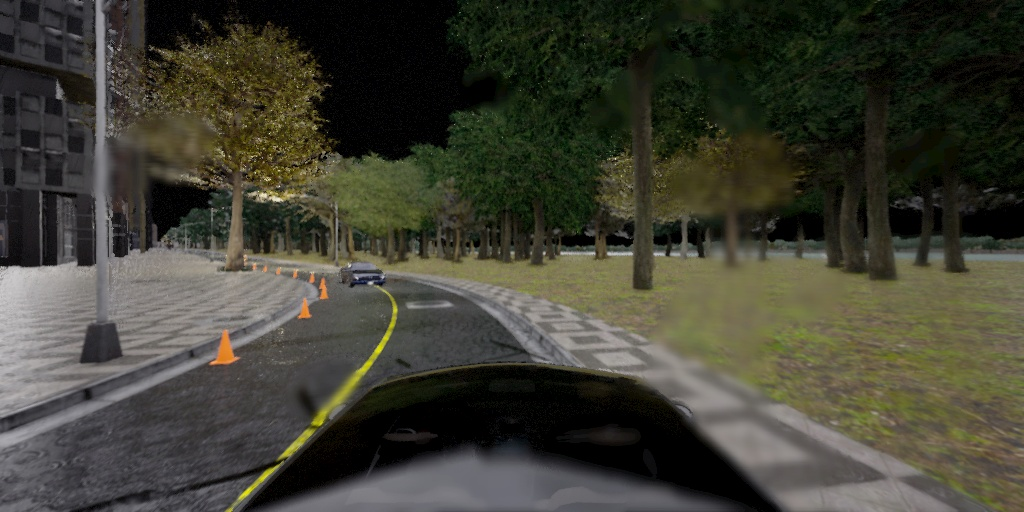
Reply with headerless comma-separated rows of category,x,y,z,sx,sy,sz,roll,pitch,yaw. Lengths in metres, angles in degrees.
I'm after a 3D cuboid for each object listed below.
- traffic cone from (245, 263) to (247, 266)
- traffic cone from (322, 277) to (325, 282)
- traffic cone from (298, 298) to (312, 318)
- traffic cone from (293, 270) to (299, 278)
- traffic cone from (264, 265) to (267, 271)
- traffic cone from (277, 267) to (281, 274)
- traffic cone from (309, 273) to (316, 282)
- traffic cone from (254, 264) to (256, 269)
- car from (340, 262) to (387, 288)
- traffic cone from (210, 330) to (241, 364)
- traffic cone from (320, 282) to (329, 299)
traffic cone,-30.458,0.980,41.067,0.340,0.580,0.340,0,0,45
traffic cone,-10.378,1.468,19.703,0.340,0.580,0.340,0,0,-32
traffic cone,-6.495,1.616,11.259,0.340,0.580,0.340,0,0,-17
traffic cone,-16.284,1.325,26.957,0.340,0.580,0.340,0,0,45
traffic cone,-23.370,1.165,34.012,0.340,0.580,0.340,0,0,45
traffic cone,-19.827,1.246,30.484,0.340,0.580,0.340,0,0,45
traffic cone,-13.085,1.397,23.491,0.340,0.580,0.340,0,0,-39
traffic cone,-26.914,1.074,37.539,0.340,0.580,0.340,0,0,45
car,-9.041,1.041,21.499,2.033,1.411,5.357,0,1,-33
traffic cone,-5.381,1.682,6.739,0.340,0.580,0.340,0,0,-10
traffic cone,-8.170,1.541,15.603,0.340,0.580,0.340,0,0,-25
